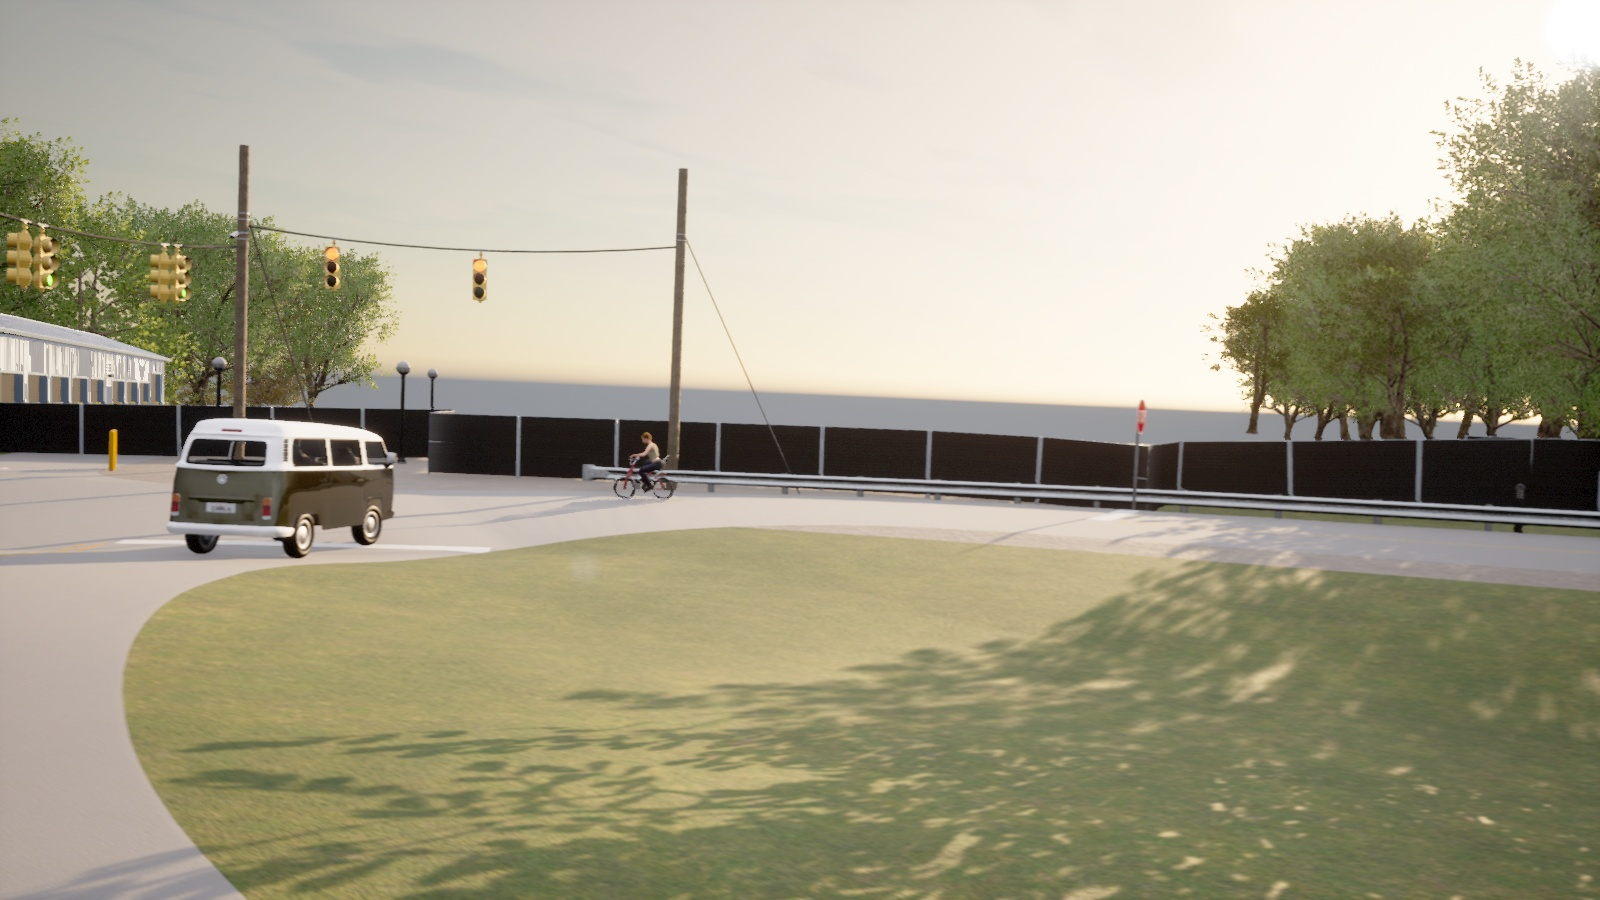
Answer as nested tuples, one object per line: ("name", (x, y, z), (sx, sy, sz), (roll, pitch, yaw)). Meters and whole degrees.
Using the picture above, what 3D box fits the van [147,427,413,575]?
("van", (-8.013, 0.703, 19.901), (2.069, 2.038, 4.480), (1, 0, 4))

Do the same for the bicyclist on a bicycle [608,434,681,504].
("bicyclist on a bicycle", (-3.728, 0.452, 30.120), (1.509, 1.612, 0.866), (0, 3, 11))
